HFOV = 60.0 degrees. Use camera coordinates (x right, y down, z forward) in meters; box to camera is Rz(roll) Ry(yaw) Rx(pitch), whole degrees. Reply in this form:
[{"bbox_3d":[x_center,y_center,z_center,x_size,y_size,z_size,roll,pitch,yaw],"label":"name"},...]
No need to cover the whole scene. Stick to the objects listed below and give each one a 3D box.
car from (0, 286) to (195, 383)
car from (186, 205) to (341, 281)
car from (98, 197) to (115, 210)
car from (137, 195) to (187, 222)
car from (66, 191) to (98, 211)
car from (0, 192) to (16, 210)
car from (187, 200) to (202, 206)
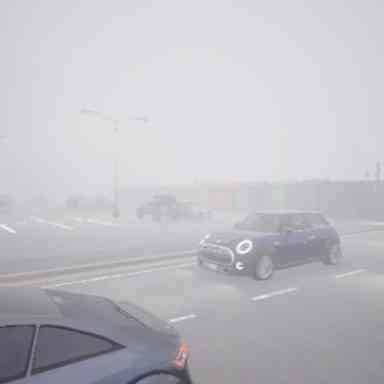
[{"bbox_3d":[-2.012,1.565,2.532,4.181,1.385,1.994,0,0,-35],"label":"car"},{"bbox_3d":[2.375,1.338,9.900,4.553,1.767,2.097,0,0,-35],"label":"car"},{"bbox_3d":[-10.677,1.336,40.284,1.784,1.438,3.905,0,0,-37],"label":"car"},{"bbox_3d":[-2.486,1.134,24.602,1.905,1.878,3.866,0,0,-37],"label":"car"},{"bbox_3d":[-13.031,1.130,38.594,1.932,1.855,4.605,0,0,-37],"label":"car"},{"bbox_3d":[-26.518,1.138,47.297,1.932,1.855,4.605,0,0,-37],"label":"car"},{"bbox_3d":[-0.165,1.368,26.334,1.970,1.475,3.806,0,0,-37],"label":"car"}]
